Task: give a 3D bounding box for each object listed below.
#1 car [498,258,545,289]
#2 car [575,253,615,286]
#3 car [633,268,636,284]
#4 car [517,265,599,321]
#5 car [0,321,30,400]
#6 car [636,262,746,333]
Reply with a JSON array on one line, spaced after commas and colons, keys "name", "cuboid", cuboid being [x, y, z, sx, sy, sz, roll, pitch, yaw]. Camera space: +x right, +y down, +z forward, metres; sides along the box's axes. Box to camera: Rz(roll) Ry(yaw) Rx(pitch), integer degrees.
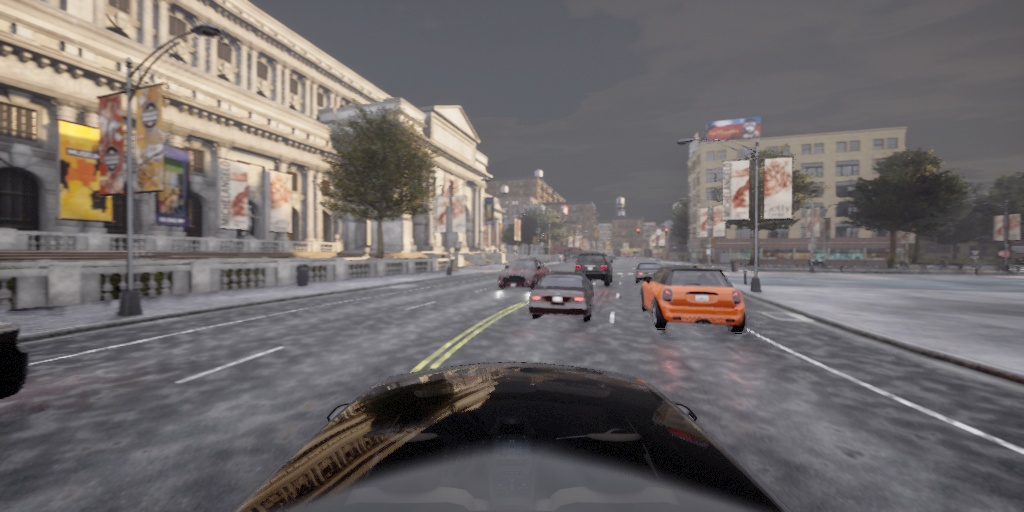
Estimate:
[{"name": "car", "cuboid": [0.765, 0.945, 21.223, 2.097, 1.767, 4.553, 0, 1, 18]}, {"name": "car", "cuboid": [5.464, 0.815, 23.884, 2.150, 2.045, 5.566, 0, 1, 18]}, {"name": "car", "cuboid": [9.471, 1.149, 24.921, 2.033, 1.411, 5.357, 0, 0, 18]}, {"name": "car", "cuboid": [1.820, 1.219, 12.244, 2.033, 1.411, 5.357, 0, 0, 13]}, {"name": "car", "cuboid": [-6.908, 1.195, 2.199, 1.882, 1.535, 5.008, 0, 0, 2]}, {"name": "car", "cuboid": [5.203, 1.050, 10.931, 2.097, 1.767, 4.553, 0, 0, 14]}]
